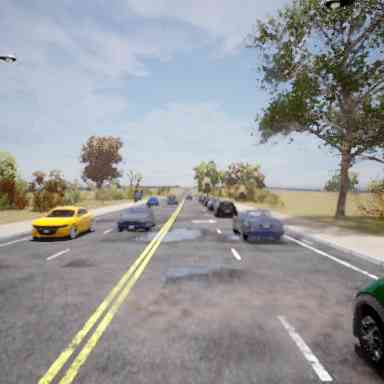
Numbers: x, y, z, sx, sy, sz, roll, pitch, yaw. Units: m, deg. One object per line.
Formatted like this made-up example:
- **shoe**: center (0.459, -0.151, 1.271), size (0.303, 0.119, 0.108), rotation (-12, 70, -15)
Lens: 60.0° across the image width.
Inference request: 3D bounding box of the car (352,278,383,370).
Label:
- **car**: center (3.350, 1.363, 2.899), size (2.097, 1.767, 4.553), rotation (0, 0, -1)

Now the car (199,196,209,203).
- **car**: center (2.696, 1.638, 76.059), size (2.163, 1.488, 4.792), rotation (0, 0, -1)

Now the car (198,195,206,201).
- **car**: center (2.568, 1.646, 87.029), size (1.837, 1.490, 4.892), rotation (0, 0, -1)

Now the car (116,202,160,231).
- **car**: center (-3.399, 1.600, 21.297), size (2.033, 1.411, 5.357), rotation (0, 0, 0)

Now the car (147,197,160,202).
- **car**: center (-6.898, 1.597, 59.699), size (1.882, 1.535, 5.008), rotation (0, 0, 0)

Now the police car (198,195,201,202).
- **police car**: center (2.824, 1.549, 65.140), size (1.930, 1.638, 5.238), rotation (0, 0, -1)

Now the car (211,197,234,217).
- **car**: center (3.145, 1.552, 32.004), size (1.882, 1.535, 5.008), rotation (0, 0, 0)

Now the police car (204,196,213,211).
- **police car**: center (3.061, 1.599, 43.016), size (2.038, 1.542, 4.974), rotation (0, 0, 0)

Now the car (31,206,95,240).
- **car**: center (-6.634, 1.522, 17.626), size (1.882, 1.535, 5.008), rotation (0, 0, 0)

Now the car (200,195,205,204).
- **car**: center (2.952, 1.614, 54.056), size (2.163, 1.488, 4.792), rotation (0, 0, -1)

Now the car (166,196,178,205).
- **car**: center (-3.667, 1.478, 62.718), size (2.097, 1.767, 4.553), rotation (0, 0, 0)

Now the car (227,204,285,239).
- **car**: center (3.321, 1.591, 17.513), size (2.033, 1.411, 5.357), rotation (0, 0, -1)
